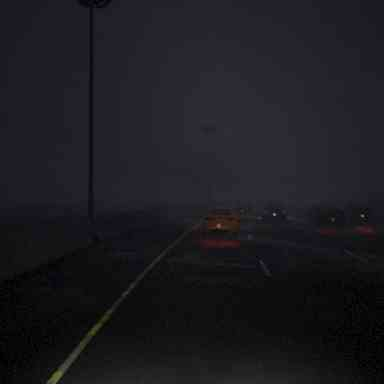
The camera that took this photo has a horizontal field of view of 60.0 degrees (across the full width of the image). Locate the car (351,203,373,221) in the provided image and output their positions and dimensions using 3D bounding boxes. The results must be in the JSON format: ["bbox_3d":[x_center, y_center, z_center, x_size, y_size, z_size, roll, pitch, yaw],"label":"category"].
[{"bbox_3d":[14.300,1.693,29.188,1.837,1.490,4.892,0,0,13],"label":"car"}]

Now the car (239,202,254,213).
[{"bbox_3d":[6.306,1.842,39.831,1.895,1.301,4.718,0,0,17],"label":"car"}]

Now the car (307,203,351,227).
[{"bbox_3d":[9.633,1.631,24.100,1.882,1.535,5.008,0,0,10],"label":"car"}]

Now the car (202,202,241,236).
[{"bbox_3d":[1.746,1.595,19.504,1.882,1.535,5.008,0,0,8],"label":"car"}]

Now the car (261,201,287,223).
[{"bbox_3d":[6.823,1.735,27.780,1.994,1.385,4.181,0,0,12],"label":"car"}]
